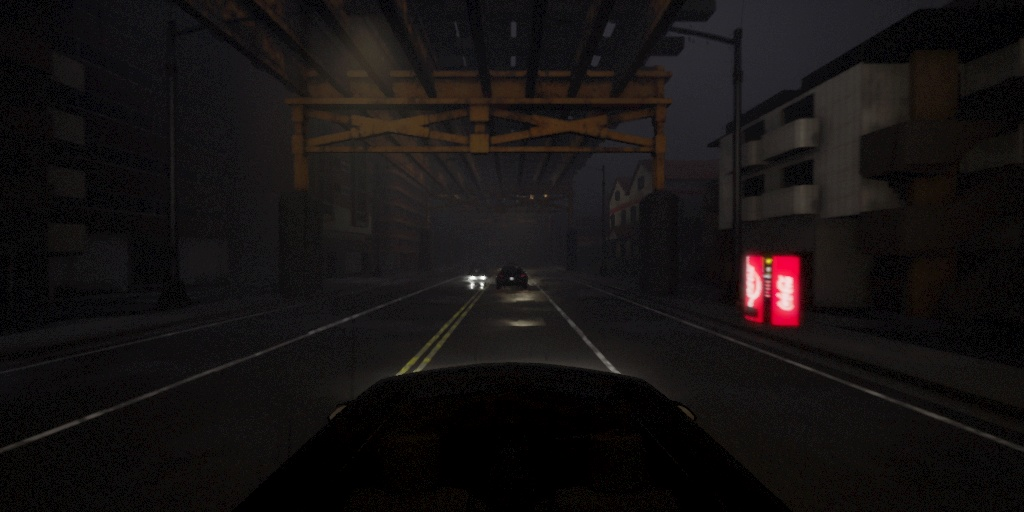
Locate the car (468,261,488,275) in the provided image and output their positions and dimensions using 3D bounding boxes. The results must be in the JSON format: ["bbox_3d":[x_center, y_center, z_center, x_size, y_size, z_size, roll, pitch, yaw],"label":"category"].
[{"bbox_3d":[-3.648,1.291,39.456,2.128,1.511,4.902,0,0,0],"label":"car"}]

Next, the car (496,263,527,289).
[{"bbox_3d":[-0.002,1.360,23.884,1.994,1.385,4.181,0,0,0],"label":"car"}]

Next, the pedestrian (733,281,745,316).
[{"bbox_3d":[7.188,1.287,11.171,0.500,1.100,0.500,-1,1,0],"label":"pedestrian"}]

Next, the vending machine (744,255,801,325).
[{"bbox_3d":[7.374,0.956,10.230,1.100,2.100,0.880,0,0,0],"label":"vending machine"}]
